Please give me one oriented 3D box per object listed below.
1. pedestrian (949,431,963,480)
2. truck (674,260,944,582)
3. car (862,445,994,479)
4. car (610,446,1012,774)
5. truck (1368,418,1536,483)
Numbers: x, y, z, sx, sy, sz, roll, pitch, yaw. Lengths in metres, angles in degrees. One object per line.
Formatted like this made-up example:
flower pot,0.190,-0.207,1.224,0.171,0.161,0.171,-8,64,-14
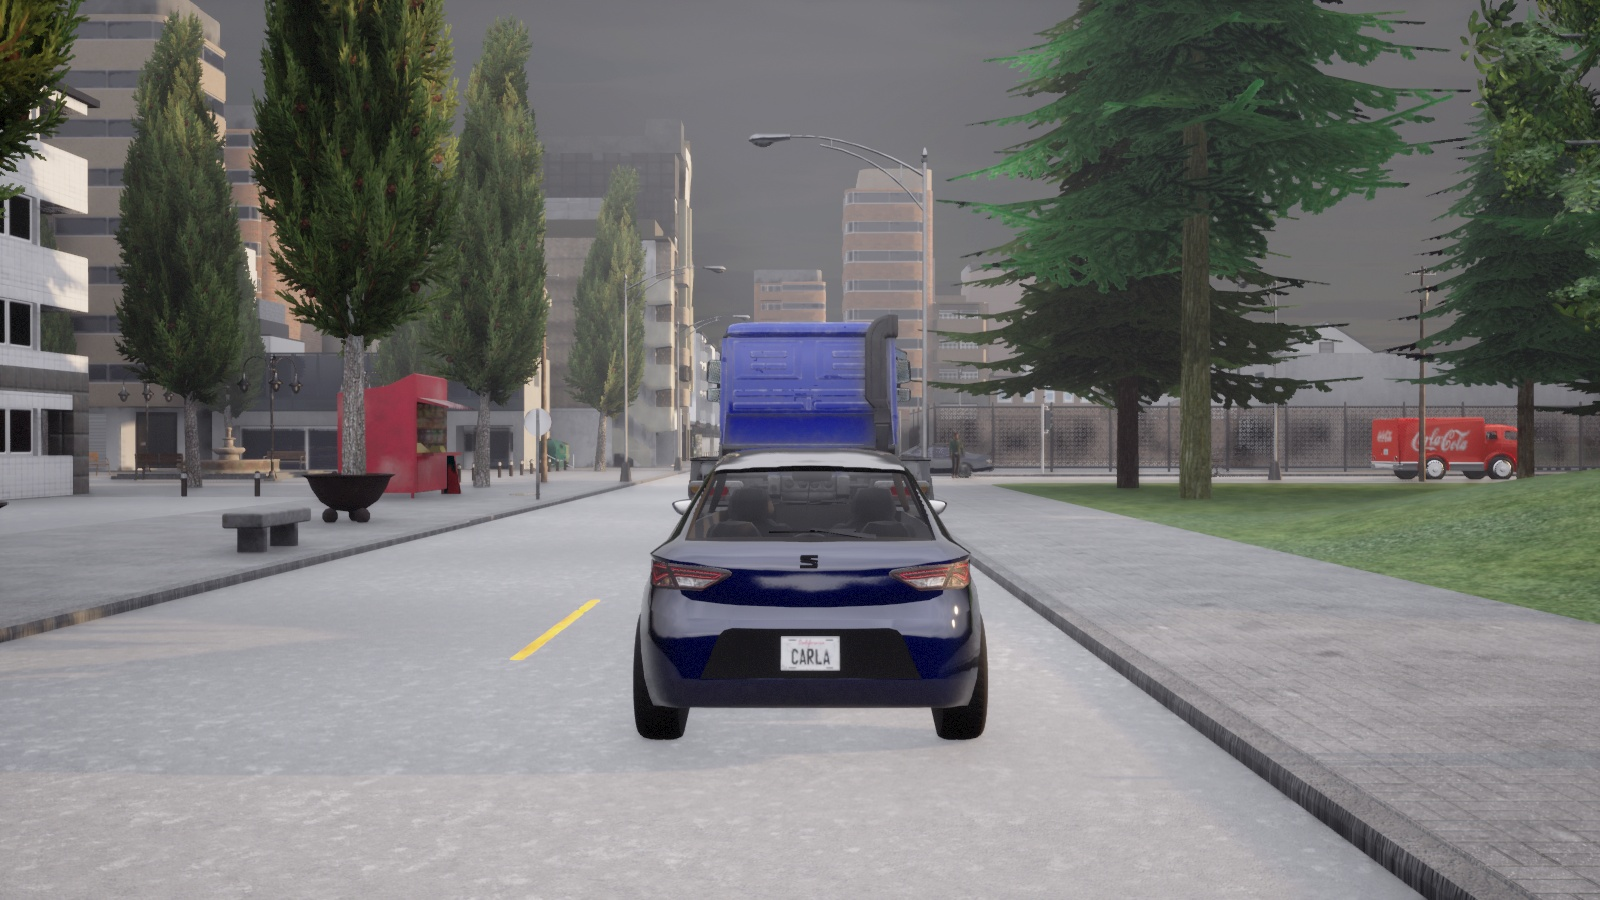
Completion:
pedestrian,6.201,0.214,49.858,0.423,1.949,0.788,0,0,-1
truck,0.122,-0.334,17.460,2.891,3.462,7.936,0,0,0
car,5.384,0.498,53.209,5.357,1.411,2.033,0,0,-1
car,0.061,0.716,7.772,1.816,1.474,4.193,0,0,0
truck,25.438,0.003,49.137,5.204,2.467,2.627,0,0,0
